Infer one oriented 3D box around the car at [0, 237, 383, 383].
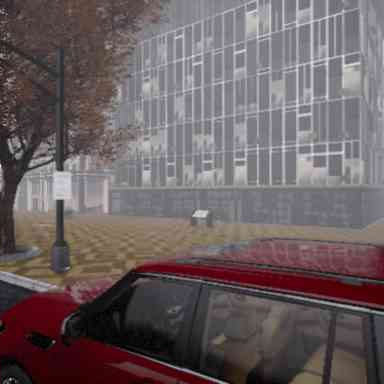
[{"bbox_3d":[0.394,1.316,2.595,5.009,1.841,2.192,0,0,35],"label":"car"}]
